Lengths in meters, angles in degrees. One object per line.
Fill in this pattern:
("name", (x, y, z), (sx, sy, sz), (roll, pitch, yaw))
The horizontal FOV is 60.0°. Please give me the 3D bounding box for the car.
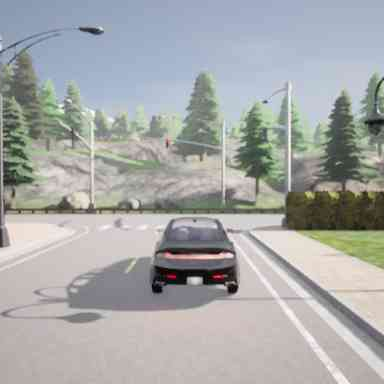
("car", (0.073, 1.391, 8.529), (2.128, 1.511, 4.902), (0, 1, 0))
